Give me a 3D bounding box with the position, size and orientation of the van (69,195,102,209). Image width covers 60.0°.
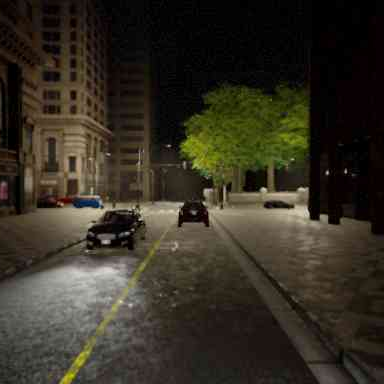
[{"bbox_3d":[-14.572,1.509,46.613,3.998,1.788,1.690,0,1,0],"label":"van"}]

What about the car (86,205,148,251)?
[{"bbox_3d":[-3.084,1.526,14.371,2.128,1.511,4.902,0,0,0],"label":"car"}]

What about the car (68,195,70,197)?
[{"bbox_3d":[-19.977,1.369,55.165,5.009,1.841,2.192,0,1,0],"label":"car"}]

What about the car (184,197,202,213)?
[{"bbox_3d":[0.106,1.456,39.336,2.097,1.767,4.553,0,0,0],"label":"car"}]

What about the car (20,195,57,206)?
[{"bbox_3d":[-25.417,1.363,55.193,5.009,1.841,2.192,0,1,0],"label":"car"}]

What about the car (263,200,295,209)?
[{"bbox_3d":[12.085,1.784,46.477,4.313,1.339,1.947,0,1,0],"label":"car"}]

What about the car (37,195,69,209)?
[{"bbox_3d":[-20.013,1.601,46.642,4.097,1.590,1.967,0,1,0],"label":"car"}]

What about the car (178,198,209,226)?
[{"bbox_3d":[0.103,1.410,23.915,2.097,1.767,4.553,0,0,0],"label":"car"}]
